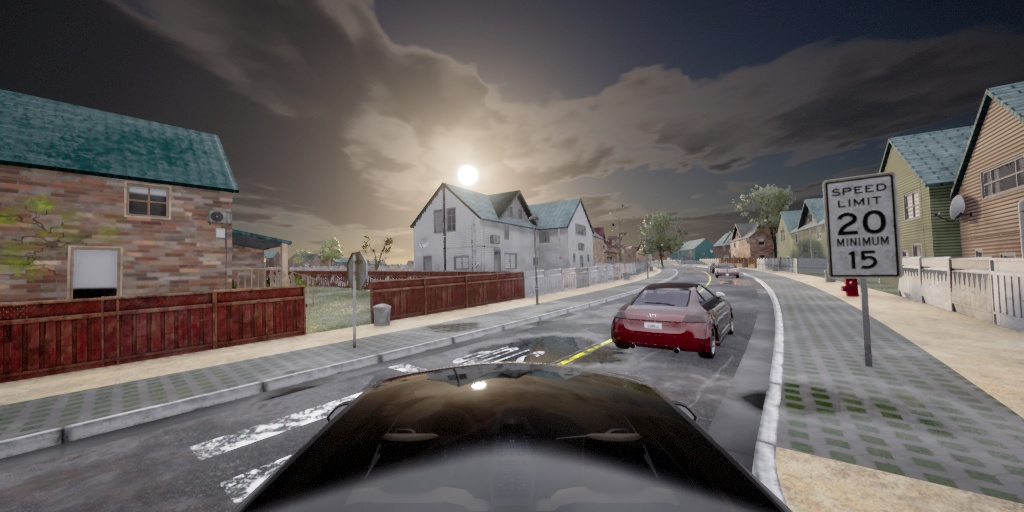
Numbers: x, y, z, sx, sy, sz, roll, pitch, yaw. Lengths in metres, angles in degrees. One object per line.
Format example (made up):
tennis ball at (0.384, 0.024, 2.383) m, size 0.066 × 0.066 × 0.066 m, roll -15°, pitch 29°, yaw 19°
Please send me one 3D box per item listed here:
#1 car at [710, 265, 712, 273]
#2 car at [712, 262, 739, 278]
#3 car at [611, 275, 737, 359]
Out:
car at (25.154, 1.432, 43.508) m, size 1.895 × 1.301 × 4.718 m, roll -2°, pitch -1°, yaw 25°
car at (20.482, 1.394, 34.267) m, size 1.895 × 1.301 × 4.718 m, roll -3°, pitch -1°, yaw 29°
car at (3.951, 1.322, 8.566) m, size 1.994 × 1.385 × 4.181 m, roll -3°, pitch -2°, yaw 37°
